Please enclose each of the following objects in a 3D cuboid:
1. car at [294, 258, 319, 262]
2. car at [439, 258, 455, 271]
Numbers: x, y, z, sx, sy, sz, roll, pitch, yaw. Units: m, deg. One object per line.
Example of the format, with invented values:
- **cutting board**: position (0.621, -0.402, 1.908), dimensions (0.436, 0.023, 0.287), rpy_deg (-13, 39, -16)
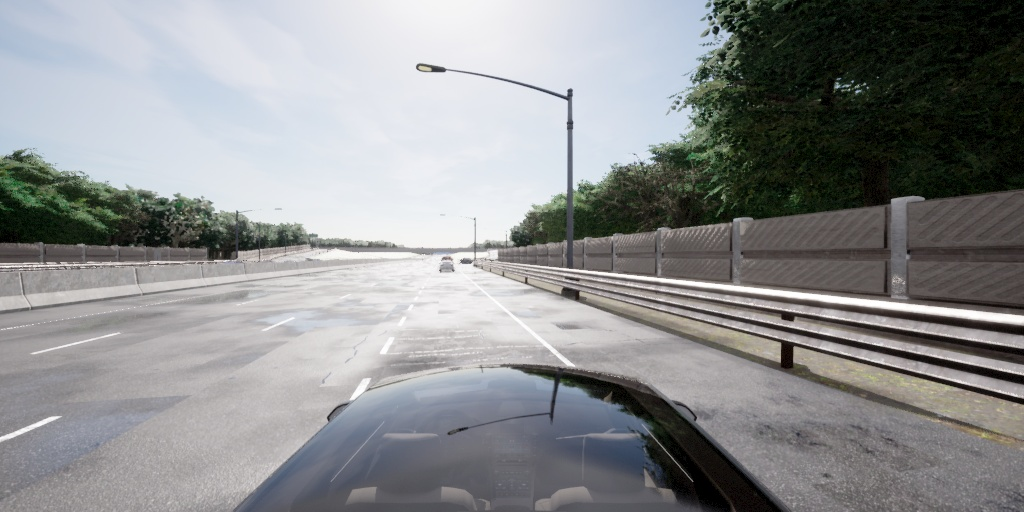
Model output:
- **car**: position (-31.666, 1.155, 56.179), dimensions (2.097, 1.767, 4.553), rpy_deg (0, 0, -10)
- **car**: position (-8.996, 1.317, 49.429), dimensions (1.812, 1.442, 4.674), rpy_deg (0, 0, -11)
